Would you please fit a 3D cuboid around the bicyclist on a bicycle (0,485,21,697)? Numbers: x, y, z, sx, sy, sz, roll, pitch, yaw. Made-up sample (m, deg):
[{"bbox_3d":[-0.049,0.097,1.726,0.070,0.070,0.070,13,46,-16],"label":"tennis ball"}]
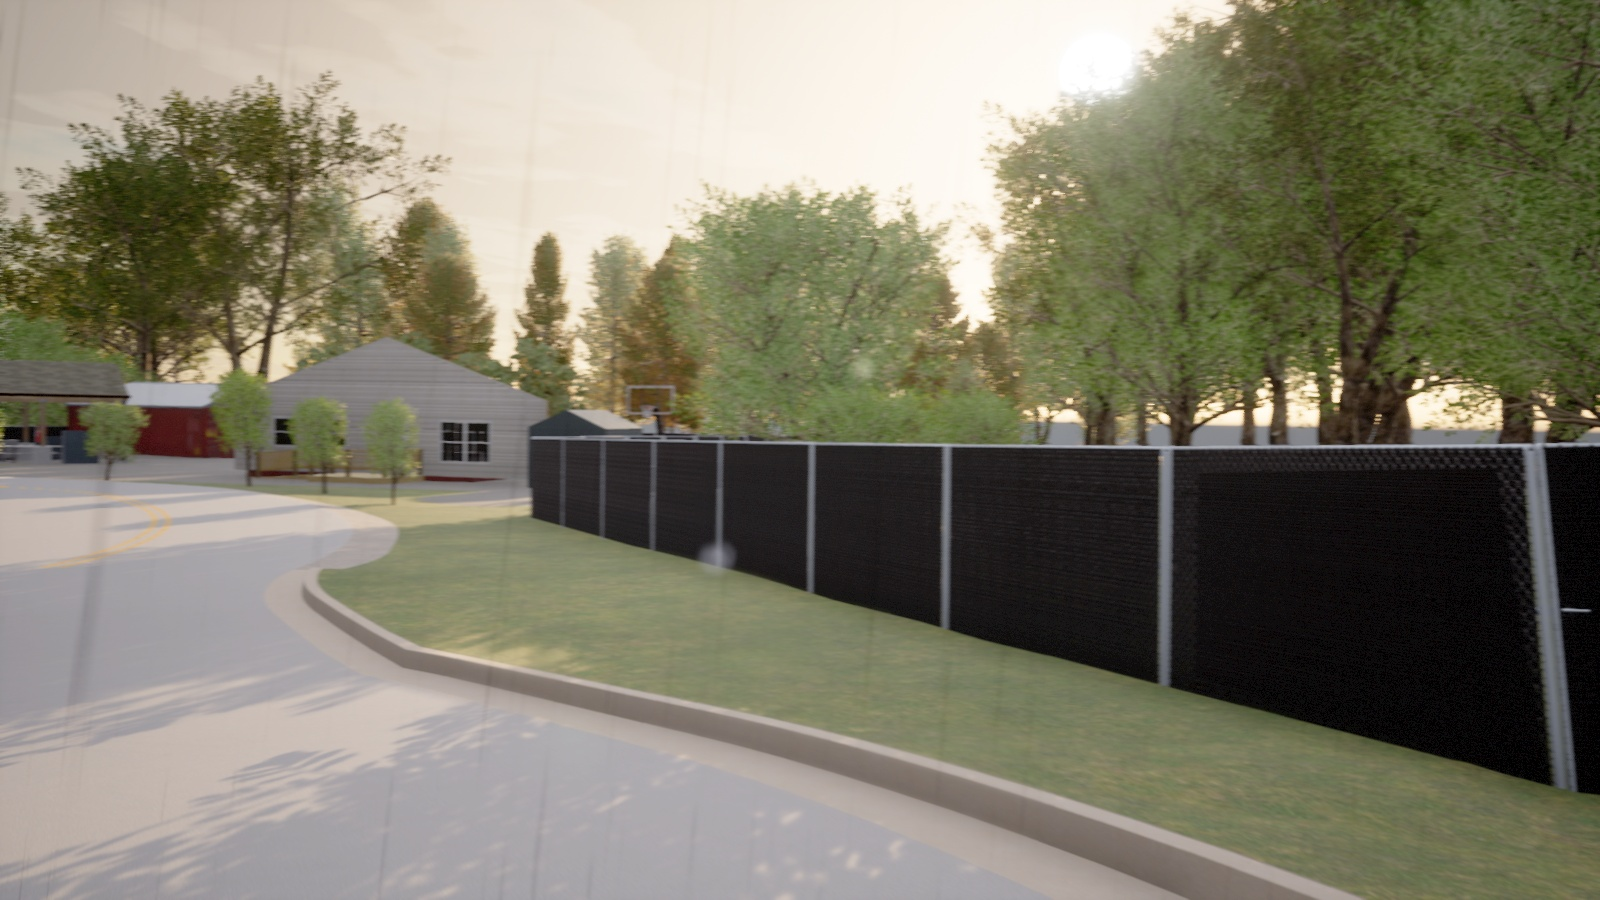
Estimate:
[{"bbox_3d":[-6.908,1.088,9.898,1.656,1.620,0.582,-1,0,30],"label":"bicyclist on a bicycle"}]
